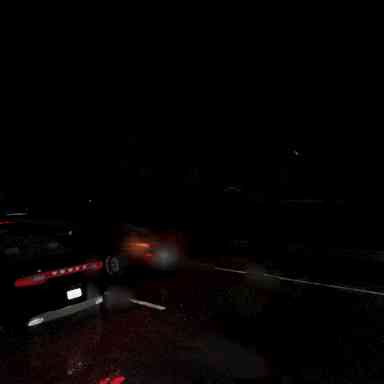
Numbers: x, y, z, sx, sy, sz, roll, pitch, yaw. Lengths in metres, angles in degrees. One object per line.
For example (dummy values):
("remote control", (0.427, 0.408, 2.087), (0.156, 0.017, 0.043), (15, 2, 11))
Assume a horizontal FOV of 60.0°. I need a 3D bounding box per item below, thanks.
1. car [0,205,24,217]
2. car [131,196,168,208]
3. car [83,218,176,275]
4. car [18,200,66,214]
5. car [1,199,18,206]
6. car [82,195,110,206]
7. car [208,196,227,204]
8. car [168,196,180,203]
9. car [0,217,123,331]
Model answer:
("car", (-10.084, 1.505, 15.456), (4.892, 1.490, 1.837), (0, 0, 36))
("car", (-6.336, 1.547, 48.455), (2.033, 1.411, 5.357), (0, 0, 36))
("car", (-2.607, 1.526, 10.129), (4.674, 1.442, 1.812), (0, 0, 35))
("car", (-15.729, 1.563, 35.580), (1.994, 1.385, 4.181), (0, 0, 36))
("car", (-23.910, 1.563, 42.189), (1.994, 1.385, 4.181), (0, 0, 36))
("car", (-15.498, 1.351, 53.712), (2.097, 1.767, 4.553), (0, 0, 36))
("car", (4.878, 1.506, 63.715), (1.837, 1.490, 4.892), (0, -1, 37))
("car", (-4.644, 1.547, 68.436), (2.033, 1.411, 5.357), (0, 0, 36))
("car", (-3.898, 1.478, 6.760), (5.008, 1.535, 1.882), (0, 0, 35))
